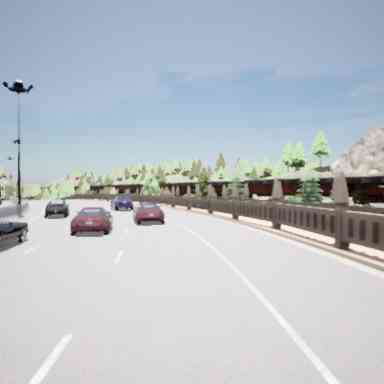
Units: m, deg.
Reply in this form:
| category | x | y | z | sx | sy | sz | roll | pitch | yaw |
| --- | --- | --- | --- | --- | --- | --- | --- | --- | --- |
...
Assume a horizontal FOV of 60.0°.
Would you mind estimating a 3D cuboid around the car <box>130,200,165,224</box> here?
| category | x | y | z | sx | sy | sz | roll | pitch | yaw |
| --- | --- | --- | --- | --- | --- | --- | --- | --- | --- |
| car | -3.209 | 1.494 | 24.312 | 1.994 | 1.385 | 4.181 | 0 | 0 | -13 |

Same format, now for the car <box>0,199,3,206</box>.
| category | x | y | z | sx | sy | sz | roll | pitch | yaw |
| --- | --- | --- | --- | --- | --- | --- | --- | --- | --- |
| car | -33.366 | 1.598 | 56.601 | 1.994 | 1.385 | 4.181 | -1 | 0 | -30 |

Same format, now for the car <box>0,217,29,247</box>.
| category | x | y | z | sx | sy | sz | roll | pitch | yaw |
| --- | --- | --- | --- | --- | --- | --- | --- | --- | --- |
| car | -8.030 | 1.592 | 12.921 | 1.895 | 1.301 | 4.718 | 0 | 0 | -8 |

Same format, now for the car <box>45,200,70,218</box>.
| category | x | y | z | sx | sy | sz | roll | pitch | yaw |
| --- | --- | --- | --- | --- | --- | --- | --- | --- | --- |
| car | -12.251 | 1.455 | 30.353 | 2.128 | 1.511 | 4.902 | 0 | 0 | -18 |

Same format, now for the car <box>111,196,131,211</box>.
| category | x | y | z | sx | sy | sz | roll | pitch | yaw |
| --- | --- | --- | --- | --- | --- | --- | --- | --- | --- |
| car | -8.507 | 1.254 | 40.098 | 2.097 | 1.767 | 4.553 | -1 | 0 | -22 |

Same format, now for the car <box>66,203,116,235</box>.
| category | x | y | z | sx | sy | sz | roll | pitch | yaw |
| --- | --- | --- | --- | --- | --- | --- | --- | --- | --- |
| car | -5.545 | 1.526 | 18.731 | 1.994 | 1.385 | 4.181 | 0 | 0 | -10 |
